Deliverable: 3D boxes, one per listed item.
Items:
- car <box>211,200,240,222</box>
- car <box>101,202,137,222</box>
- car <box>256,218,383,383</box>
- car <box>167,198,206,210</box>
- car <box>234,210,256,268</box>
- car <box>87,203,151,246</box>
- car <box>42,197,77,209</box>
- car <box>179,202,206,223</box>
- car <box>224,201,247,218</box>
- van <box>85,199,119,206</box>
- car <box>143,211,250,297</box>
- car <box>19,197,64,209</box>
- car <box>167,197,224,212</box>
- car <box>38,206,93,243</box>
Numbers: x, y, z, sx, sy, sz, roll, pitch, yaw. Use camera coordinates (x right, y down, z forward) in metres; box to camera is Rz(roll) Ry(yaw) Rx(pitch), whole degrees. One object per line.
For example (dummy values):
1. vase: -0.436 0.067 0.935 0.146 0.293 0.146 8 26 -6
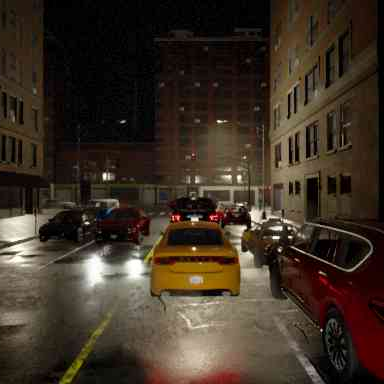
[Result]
1. car: 2.664 1.472 27.288 1.967 1.590 4.097 1 0 0
2. car: -5.862 1.577 27.285 1.887 1.381 4.507 1 0 0
3. car: 2.675 1.318 5.357 2.192 1.841 5.009 1 0 0
4. car: -0.693 1.514 43.337 5.008 1.535 1.882 0 -1 0
5. car: 2.670 1.535 11.010 1.752 1.417 4.829 1 0 0
6. car: -3.089 1.493 15.636 1.882 1.535 5.008 0 0 0
7. car: -16.525 1.484 40.169 4.718 1.301 1.895 0 -1 1
8. car: 0.070 1.595 26.714 1.994 1.385 4.181 0 0 1
9. car: 2.667 1.464 21.805 1.967 1.590 4.097 1 0 0
10. van: -5.858 1.365 21.803 1.690 1.788 3.998 1 0 0
11. car: 0.046 1.485 8.656 1.882 1.535 5.008 0 0 -1
12. car: -19.587 1.390 43.448 4.902 1.511 2.128 0 -1 0
13. car: 0.096 1.238 16.245 2.150 2.045 5.566 0 0 0
14. car: -5.858 1.582 16.320 1.947 1.339 4.313 1 0 0
